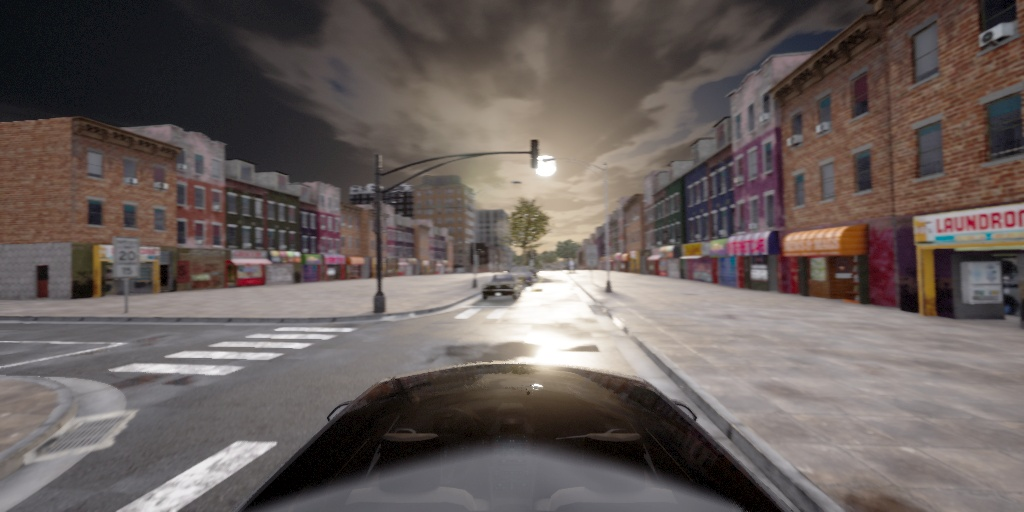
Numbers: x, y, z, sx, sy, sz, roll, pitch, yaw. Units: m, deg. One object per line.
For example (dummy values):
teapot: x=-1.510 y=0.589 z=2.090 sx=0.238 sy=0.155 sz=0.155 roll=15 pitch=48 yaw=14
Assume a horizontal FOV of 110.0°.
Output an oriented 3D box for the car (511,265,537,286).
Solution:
car: x=0.725 y=1.596 z=30.686 sx=2.097 sy=1.767 sz=4.553 roll=-1 pitch=-1 yaw=7

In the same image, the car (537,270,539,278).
car: x=2.189 y=2.052 z=43.223 sx=1.895 sy=1.301 sz=4.718 roll=-1 pitch=-1 yaw=7

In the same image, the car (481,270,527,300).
car: x=-0.459 y=1.680 z=20.491 sx=1.895 sy=1.301 sz=4.718 roll=-1 pitch=-1 yaw=7
